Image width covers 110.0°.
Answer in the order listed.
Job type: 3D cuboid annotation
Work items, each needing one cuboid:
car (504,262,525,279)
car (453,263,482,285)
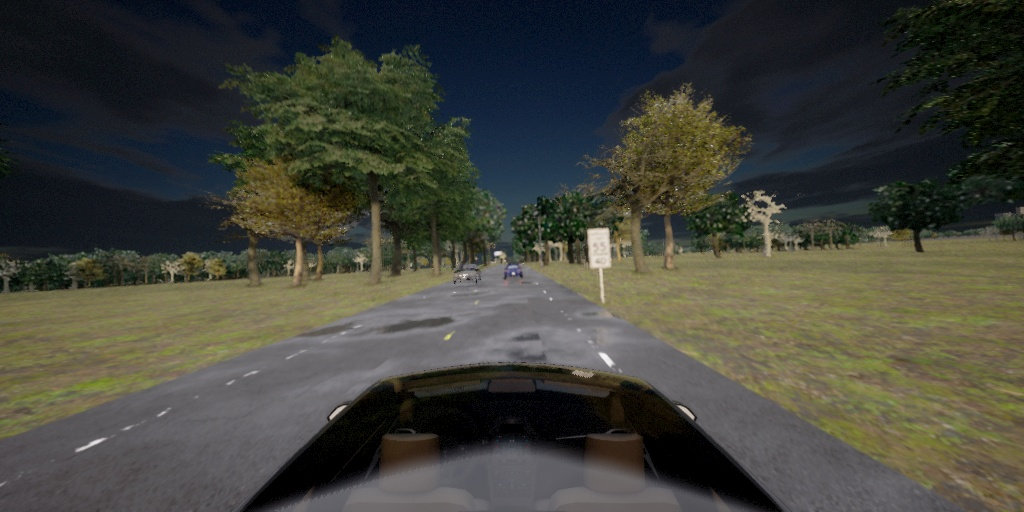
[{"bbox_3d":[0.143,1.487,35.908,1.812,1.442,4.674,-3,0,0],"label":"car"},{"bbox_3d":[-3.422,1.297,27.912,2.128,1.511,4.902,-3,0,0],"label":"car"}]
